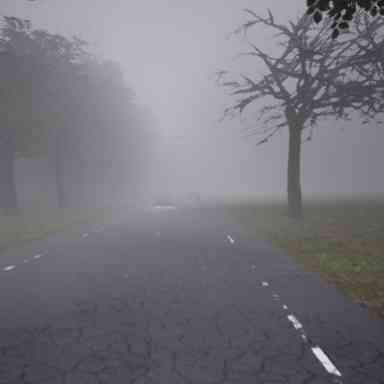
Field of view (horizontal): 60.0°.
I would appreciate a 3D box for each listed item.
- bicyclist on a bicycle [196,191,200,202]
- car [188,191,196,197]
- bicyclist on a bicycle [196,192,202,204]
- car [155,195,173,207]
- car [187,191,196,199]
[{"bbox_3d":[0.970,0.780,55.095,0.659,1.776,1.843,0,1,0],"label":"bicyclist on a bicycle"},{"bbox_3d":[0.012,0.438,80.653,1.812,1.442,4.674,0,1,0],"label":"car"},{"bbox_3d":[0.954,0.982,45.257,0.866,1.612,1.509,0,1,0],"label":"bicyclist on a bicycle"},{"bbox_3d":[-3.581,1.137,43.192,1.994,1.385,4.181,0,1,0],"label":"car"},{"bbox_3d":[0.011,0.722,70.043,2.033,1.411,5.357,0,1,0],"label":"car"}]
